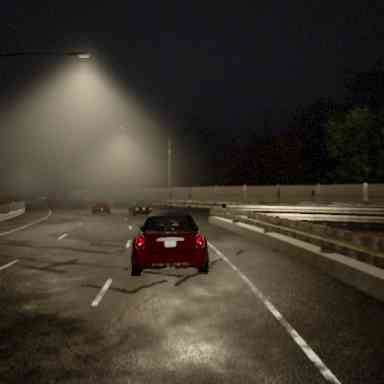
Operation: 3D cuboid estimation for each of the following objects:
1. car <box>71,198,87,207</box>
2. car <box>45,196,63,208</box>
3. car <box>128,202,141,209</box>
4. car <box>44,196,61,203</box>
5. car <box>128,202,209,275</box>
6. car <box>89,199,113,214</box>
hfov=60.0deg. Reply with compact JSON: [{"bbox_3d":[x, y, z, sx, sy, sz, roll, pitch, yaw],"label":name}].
[{"bbox_3d":[-18.893,1.782,55.406,1.812,1.442,4.674,0,0,-30],"label":"car"},{"bbox_3d":[-22.395,1.794,54.448,1.812,1.442,4.674,0,0,-31],"label":"car"},{"bbox_3d":[-5.349,1.677,33.934,2.033,1.411,5.357,0,0,-18],"label":"car"},{"bbox_3d":[-33.694,1.748,80.236,5.008,1.535,1.882,0,0,43],"label":"car"},{"bbox_3d":[-0.751,1.389,10.831,2.097,1.767,4.553,0,0,-5],"label":"car"},{"bbox_3d":[-10.428,1.690,37.702,1.812,1.442,4.674,0,0,-20],"label":"car"}]
